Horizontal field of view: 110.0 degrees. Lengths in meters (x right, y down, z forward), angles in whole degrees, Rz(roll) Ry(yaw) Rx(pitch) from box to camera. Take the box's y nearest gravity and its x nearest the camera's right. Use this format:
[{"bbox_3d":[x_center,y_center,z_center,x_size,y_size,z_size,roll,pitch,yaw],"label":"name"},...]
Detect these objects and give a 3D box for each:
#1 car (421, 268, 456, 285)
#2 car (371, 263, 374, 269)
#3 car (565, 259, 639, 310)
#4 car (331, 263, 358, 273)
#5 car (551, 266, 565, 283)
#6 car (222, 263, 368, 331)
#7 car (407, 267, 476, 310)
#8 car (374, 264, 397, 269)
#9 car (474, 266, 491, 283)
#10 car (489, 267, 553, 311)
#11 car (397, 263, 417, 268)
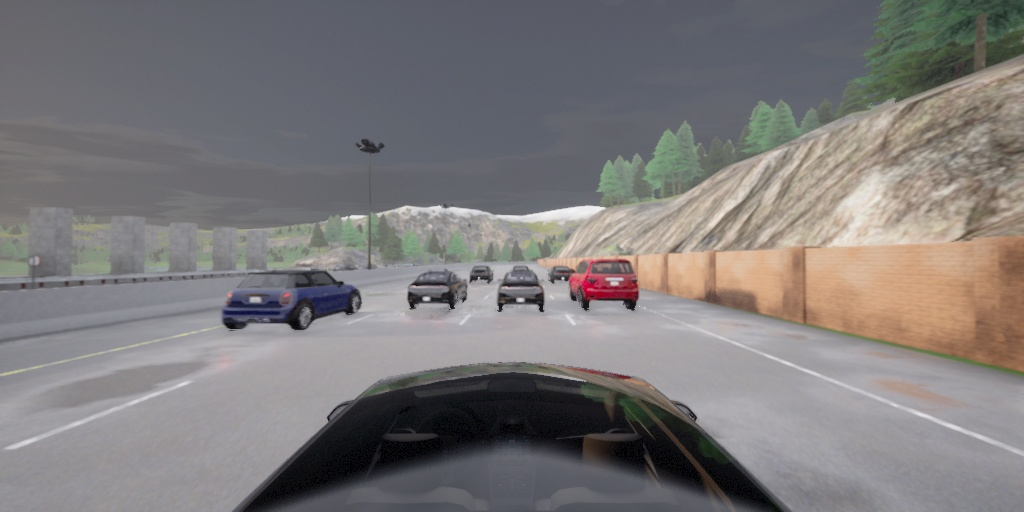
[{"bbox_3d":[-6.232,1.691,30.879,1.895,1.301,4.718,0,-1,1],"label":"car"},{"bbox_3d":[-23.686,1.874,58.370,2.128,1.511,4.902,0,-1,1],"label":"car"},{"bbox_3d":[3.903,1.155,16.046,2.150,2.045,5.566,0,-1,2],"label":"car"},{"bbox_3d":[-27.179,1.867,58.356,2.128,1.511,4.902,0,-1,1],"label":"car"},{"bbox_3d":[4.288,1.638,32.225,1.837,1.490,4.892,0,-1,1],"label":"car"},{"bbox_3d":[-6.727,1.206,11.612,2.097,1.767,4.553,0,-1,2],"label":"car"},{"bbox_3d":[-3.110,1.406,15.752,2.128,1.511,4.902,0,-1,2],"label":"car"},{"bbox_3d":[-20.186,1.992,58.384,1.895,1.301,4.718,0,-1,1],"label":"car"},{"bbox_3d":[-2.709,1.623,32.420,1.837,1.490,4.892,0,-1,1],"label":"car"},{"bbox_3d":[0.384,1.411,15.464,2.128,1.511,4.902,0,-1,2],"label":"car"},{"bbox_3d":[-16.698,1.926,58.407,1.812,1.442,4.674,0,-1,1],"label":"car"}]
